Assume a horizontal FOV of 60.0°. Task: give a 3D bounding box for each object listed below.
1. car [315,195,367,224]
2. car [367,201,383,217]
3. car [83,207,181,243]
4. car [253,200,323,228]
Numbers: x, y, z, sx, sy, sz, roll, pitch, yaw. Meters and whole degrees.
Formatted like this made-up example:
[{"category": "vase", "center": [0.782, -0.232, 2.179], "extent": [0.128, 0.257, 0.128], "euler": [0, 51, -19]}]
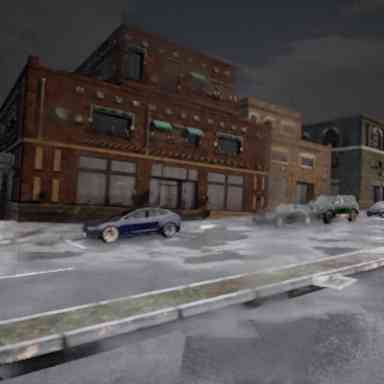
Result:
[{"category": "car", "center": [10.685, 1.271, 25.714], "extent": [5.566, 2.045, 2.435], "euler": [0, 0, -36]}, {"category": "car", "center": [18.296, 1.564, 31.264], "extent": [4.892, 1.521, 2.231], "euler": [0, 0, -35]}, {"category": "car", "center": [-2.770, 1.481, 16.027], "extent": [4.792, 1.488, 2.163], "euler": [0, 0, -36]}, {"category": "car", "center": [6.229, 1.500, 22.504], "extent": [4.892, 1.521, 2.231], "euler": [0, 0, -36]}]
